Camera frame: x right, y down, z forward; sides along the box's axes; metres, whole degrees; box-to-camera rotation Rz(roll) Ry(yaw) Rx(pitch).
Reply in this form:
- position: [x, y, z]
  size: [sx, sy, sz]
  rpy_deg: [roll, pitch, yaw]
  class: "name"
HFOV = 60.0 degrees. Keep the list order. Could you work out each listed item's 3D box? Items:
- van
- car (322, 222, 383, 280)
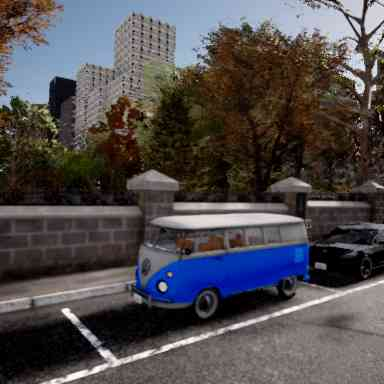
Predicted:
- position: [0.768, 1.380, 7.096]
  size: [3.998, 1.788, 1.690]
  rpy_deg: [1, 1, -35]
  class: "van"
- position: [5.275, 1.650, 10.285]
  size: [4.313, 1.339, 1.947]
  rpy_deg: [1, 1, -35]
  class: "car"
